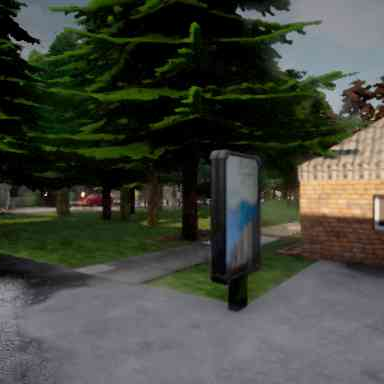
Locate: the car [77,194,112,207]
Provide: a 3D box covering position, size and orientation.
[{"bbox_3d":[-14.838,1.271,51.151,2.150,2.045,5.566,0,0,35],"label":"car"}]
